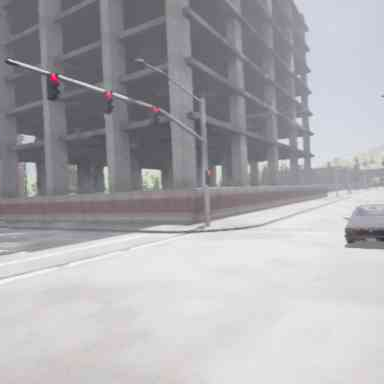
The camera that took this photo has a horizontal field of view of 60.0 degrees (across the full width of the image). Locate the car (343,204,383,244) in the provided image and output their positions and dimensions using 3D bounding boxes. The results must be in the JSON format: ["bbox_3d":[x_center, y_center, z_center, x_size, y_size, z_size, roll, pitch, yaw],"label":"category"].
[{"bbox_3d":[7.553,1.218,13.787,2.033,1.411,5.357,-3,0,31],"label":"car"}]
